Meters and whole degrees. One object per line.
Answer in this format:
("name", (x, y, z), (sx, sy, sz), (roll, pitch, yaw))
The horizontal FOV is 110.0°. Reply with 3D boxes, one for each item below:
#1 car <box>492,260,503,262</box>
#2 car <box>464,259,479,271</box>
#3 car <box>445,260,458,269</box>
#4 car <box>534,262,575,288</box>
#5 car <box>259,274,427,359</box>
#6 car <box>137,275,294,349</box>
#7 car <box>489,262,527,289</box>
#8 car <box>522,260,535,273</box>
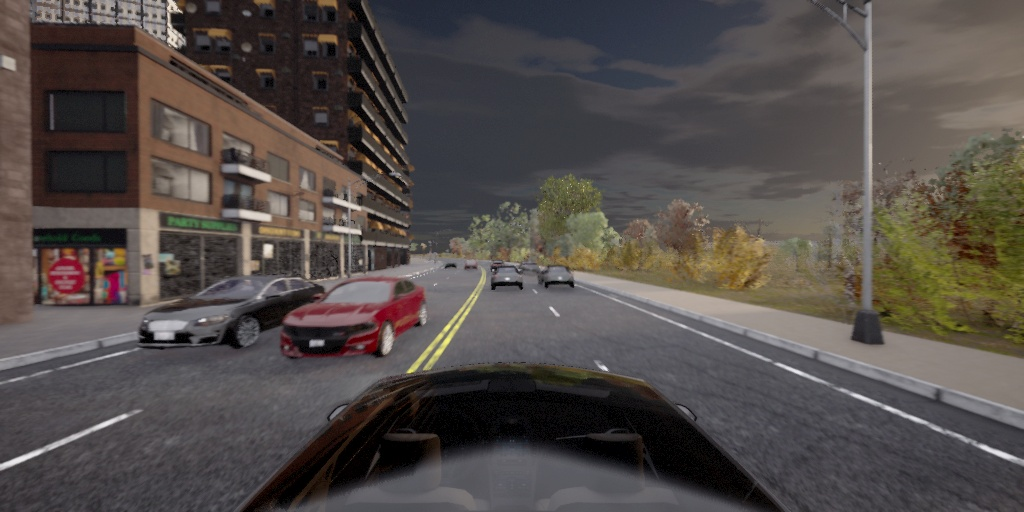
("car", (-1.915, 1.232, 46.627), (1.837, 1.490, 4.892), (0, 0, -5))
("car", (-5.636, 1.218, 49.769), (1.882, 1.535, 5.008), (0, 0, -5))
("car", (-9.529, 1.347, 56.489), (1.895, 1.301, 4.718), (0, 0, -6))
("car", (2.847, 1.297, 23.854), (1.994, 1.385, 4.181), (0, 0, -3))
("car", (-3.414, 1.238, 8.707), (1.882, 1.535, 5.008), (0, 0, -1))
("car", (-6.671, 1.263, 9.292), (2.128, 1.511, 4.902), (0, 0, -1))
("car", (-0.356, 1.308, 22.999), (1.994, 1.385, 4.181), (0, 0, -2))
("car", (1.824, 1.213, 40.158), (2.128, 1.511, 4.902), (0, 0, -4))
